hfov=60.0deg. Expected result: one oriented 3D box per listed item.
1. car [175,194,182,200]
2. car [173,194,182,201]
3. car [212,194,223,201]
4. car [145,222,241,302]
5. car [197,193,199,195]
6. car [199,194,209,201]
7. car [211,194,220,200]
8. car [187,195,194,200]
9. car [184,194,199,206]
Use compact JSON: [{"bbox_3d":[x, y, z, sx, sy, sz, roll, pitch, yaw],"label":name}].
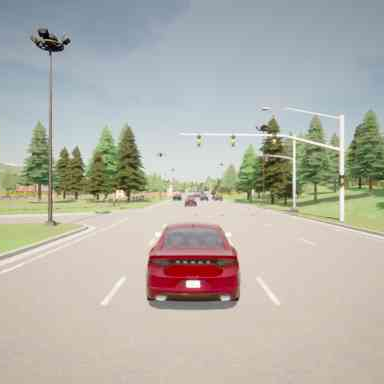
[{"bbox_3d":[-3.858,1.309,93.986,1.882,1.535,5.008,0,0,0],"label":"car"},{"bbox_3d":[-3.818,1.468,83.566,1.882,1.535,5.008,0,0,0],"label":"car"},{"bbox_3d":[6.682,1.515,83.607,2.128,1.511,4.902,0,0,0],"label":"car"},{"bbox_3d":[0.031,1.477,8.365,1.882,1.535,5.008,0,0,0],"label":"car"},{"bbox_3d":[3.142,1.356,94.013,2.128,1.511,4.902,0,0,0],"label":"car"},{"bbox_3d":[3.180,1.515,84.010,1.812,1.442,4.674,0,0,0],"label":"car"},{"bbox_3d":[6.642,1.371,94.026,2.033,1.411,5.357,0,0,0],"label":"car"},{"bbox_3d":[-0.358,1.426,94.030,1.895,1.301,4.718,0,0,0],"label":"car"},{"bbox_3d":[-0.201,1.525,52.967,1.812,1.442,4.674,0,0,0],"label":"car"}]
